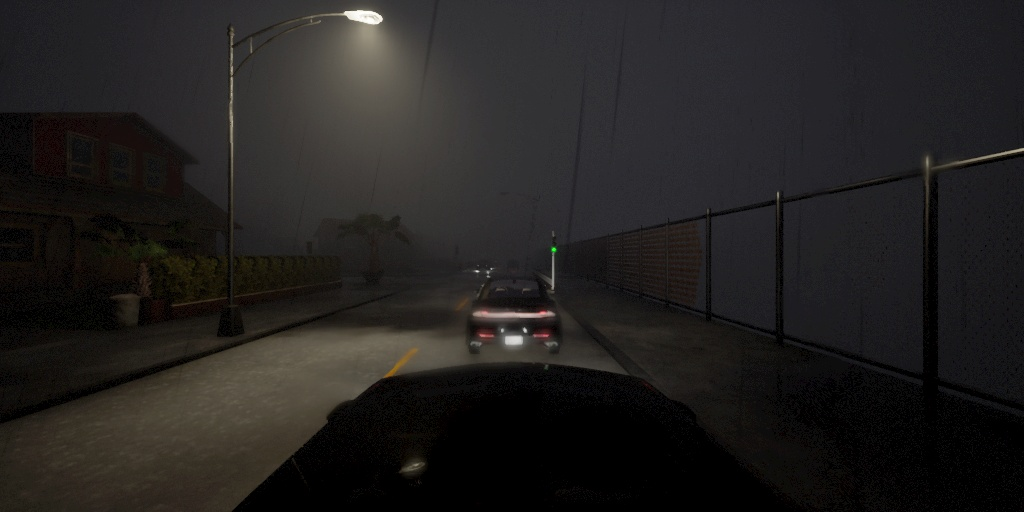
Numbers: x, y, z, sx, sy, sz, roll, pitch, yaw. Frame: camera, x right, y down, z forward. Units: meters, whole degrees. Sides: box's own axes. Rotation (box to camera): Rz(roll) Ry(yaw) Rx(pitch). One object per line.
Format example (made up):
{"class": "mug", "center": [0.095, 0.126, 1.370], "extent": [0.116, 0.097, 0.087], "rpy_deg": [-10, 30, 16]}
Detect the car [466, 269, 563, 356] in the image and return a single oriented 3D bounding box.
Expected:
{"class": "car", "center": [0.056, 1.242, 8.615], "extent": [2.128, 1.511, 4.902], "rpy_deg": [0, 0, 0]}

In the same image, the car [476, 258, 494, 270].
{"class": "car", "center": [-4.090, 1.254, 51.820], "extent": [1.837, 1.490, 4.892], "rpy_deg": [0, 0, 0]}

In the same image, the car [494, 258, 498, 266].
{"class": "car", "center": [-4.070, 1.296, 61.685], "extent": [2.033, 1.411, 5.357], "rpy_deg": [0, 0, 0]}

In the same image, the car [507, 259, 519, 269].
{"class": "car", "center": [0.107, 1.253, 56.492], "extent": [1.837, 1.490, 4.892], "rpy_deg": [0, 0, 0]}
